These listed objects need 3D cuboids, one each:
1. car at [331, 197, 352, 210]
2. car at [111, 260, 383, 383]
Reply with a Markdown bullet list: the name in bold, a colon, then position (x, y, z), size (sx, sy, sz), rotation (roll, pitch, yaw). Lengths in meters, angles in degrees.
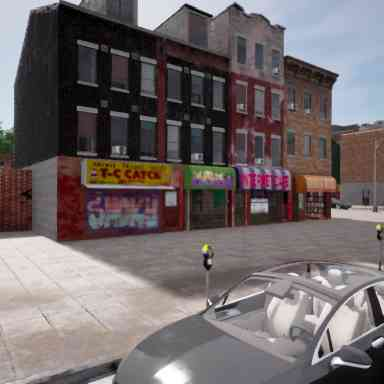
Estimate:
- **car**: position (16.655, 1.383, 39.979), size (1.837, 1.490, 4.892), rotation (0, 0, -36)
- **car**: position (1.290, 1.552, 3.719), size (4.403, 1.369, 2.008), rotation (0, 0, -35)
